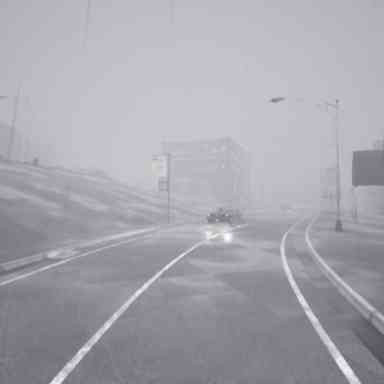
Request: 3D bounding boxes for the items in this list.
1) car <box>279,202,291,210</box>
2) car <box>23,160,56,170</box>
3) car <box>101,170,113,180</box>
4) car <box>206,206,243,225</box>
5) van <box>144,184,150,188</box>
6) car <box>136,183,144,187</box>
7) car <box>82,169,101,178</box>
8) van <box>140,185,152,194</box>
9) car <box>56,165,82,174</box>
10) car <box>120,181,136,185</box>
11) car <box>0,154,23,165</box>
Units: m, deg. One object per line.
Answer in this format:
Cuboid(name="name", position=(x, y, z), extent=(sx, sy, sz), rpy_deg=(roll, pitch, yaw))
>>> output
Cuboid(name="car", position=(17.906, 2.659, 63.987), extent=(1.837, 1.490, 4.892), rpy_deg=(-1, -1, 22))
Cuboid(name="car", position=(-18.519, -2.926, 38.583), extent=(2.002, 1.452, 4.674), rpy_deg=(0, -3, 15))
Cuboid(name="car", position=(-14.996, -2.425, 54.867), extent=(2.435, 2.045, 5.566), rpy_deg=(0, -3, 11))
Cuboid(name="car", position=(2.659, 1.810, 26.412), extent=(1.895, 1.301, 4.718), rpy_deg=(-1, -1, 22))
Cuboid(name="van", position=(-11.881, -1.031, 76.863), extent=(1.878, 1.987, 4.442), rpy_deg=(0, -4, 7))
Cuboid(name="car", position=(-12.535, -1.148, 71.224), extent=(2.002, 1.452, 4.674), rpy_deg=(0, -4, 7))
Cuboid(name="car", position=(-16.076, -2.587, 49.363), extent=(2.185, 1.767, 4.553), rpy_deg=(0, -3, 12))
Cuboid(name="van", position=(-11.385, -0.635, 82.365), extent=(1.878, 1.987, 4.442), rpy_deg=(0, -4, 5))
Cuboid(name="car", position=(-17.260, -2.727, 43.853), extent=(2.231, 1.521, 4.892), rpy_deg=(0, -3, 13))
Cuboid(name="car", position=(-13.254, -1.500, 65.740), extent=(2.002, 1.452, 4.674), rpy_deg=(0, -3, 8))
Cuboid(name="car", position=(-19.914, -3.177, 33.249), extent=(2.163, 1.488, 4.792), rpy_deg=(0, -3, 16))
